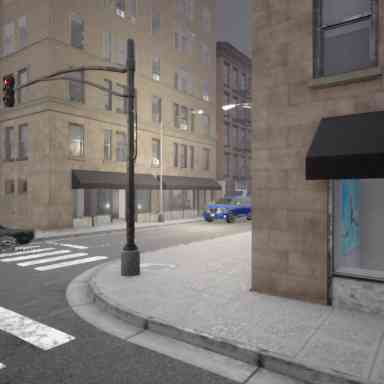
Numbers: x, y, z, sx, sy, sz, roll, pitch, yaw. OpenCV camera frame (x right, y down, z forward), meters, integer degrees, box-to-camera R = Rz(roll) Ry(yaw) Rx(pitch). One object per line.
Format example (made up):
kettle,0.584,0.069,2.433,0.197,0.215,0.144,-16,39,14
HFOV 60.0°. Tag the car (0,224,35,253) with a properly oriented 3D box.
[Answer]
car,-8.535,1.637,12.276,4.718,1.301,1.895,1,0,-40

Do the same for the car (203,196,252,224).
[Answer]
car,3.124,1.377,26.786,2.150,2.045,5.566,0,-1,35
